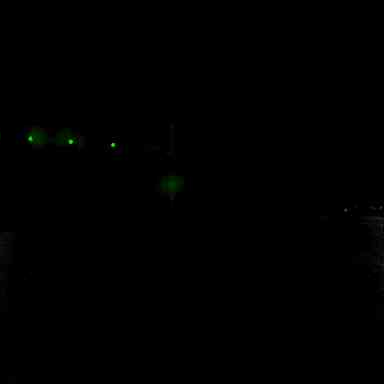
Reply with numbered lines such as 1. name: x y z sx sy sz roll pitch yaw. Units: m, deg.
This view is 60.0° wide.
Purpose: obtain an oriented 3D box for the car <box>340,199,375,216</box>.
1. car: 16.642 1.479 32.720 4.902 1.511 2.128 0 0 -31

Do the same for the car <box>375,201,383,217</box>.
1. car: 19.050 1.517 30.082 4.674 1.442 1.812 0 0 -31
